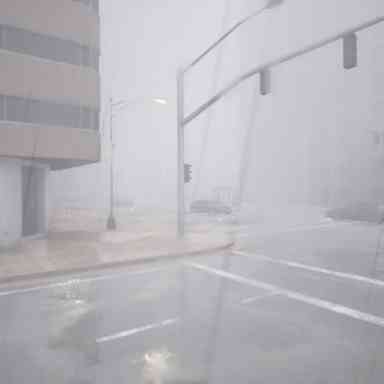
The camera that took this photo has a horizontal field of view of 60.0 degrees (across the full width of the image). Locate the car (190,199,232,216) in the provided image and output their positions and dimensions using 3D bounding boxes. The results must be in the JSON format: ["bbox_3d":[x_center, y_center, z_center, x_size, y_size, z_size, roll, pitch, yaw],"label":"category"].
[{"bbox_3d":[1.765,1.426,31.673,1.837,1.490,4.892,0,0,-36],"label":"car"}]

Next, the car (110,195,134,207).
[{"bbox_3d":[-10.137,1.273,48.168,2.097,1.767,4.553,0,0,-36],"label":"car"}]

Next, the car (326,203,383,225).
[{"bbox_3d":[12.104,1.455,23.262,2.033,1.411,5.357,0,0,-29],"label":"car"}]
